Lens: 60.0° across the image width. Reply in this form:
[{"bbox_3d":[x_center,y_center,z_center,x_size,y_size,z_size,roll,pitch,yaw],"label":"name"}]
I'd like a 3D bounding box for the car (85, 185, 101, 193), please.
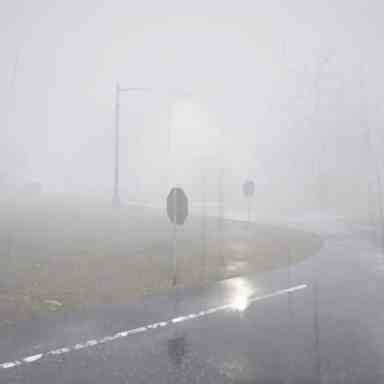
[{"bbox_3d":[-17.754,-0.567,59.793,1.882,1.535,5.008,0,2,-36],"label":"car"}]

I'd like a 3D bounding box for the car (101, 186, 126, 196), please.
[{"bbox_3d":[-11.919,-0.245,51.667,1.882,1.535,5.008,0,2,-36],"label":"car"}]
